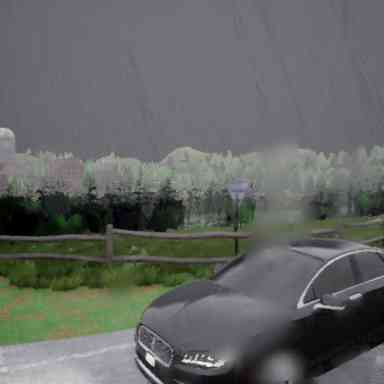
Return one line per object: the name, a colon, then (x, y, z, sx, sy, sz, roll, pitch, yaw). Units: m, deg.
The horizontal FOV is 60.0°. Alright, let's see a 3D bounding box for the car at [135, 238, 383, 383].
car: (1.572, 1.503, 4.856, 4.892, 1.490, 1.837, 0, 0, -34)
